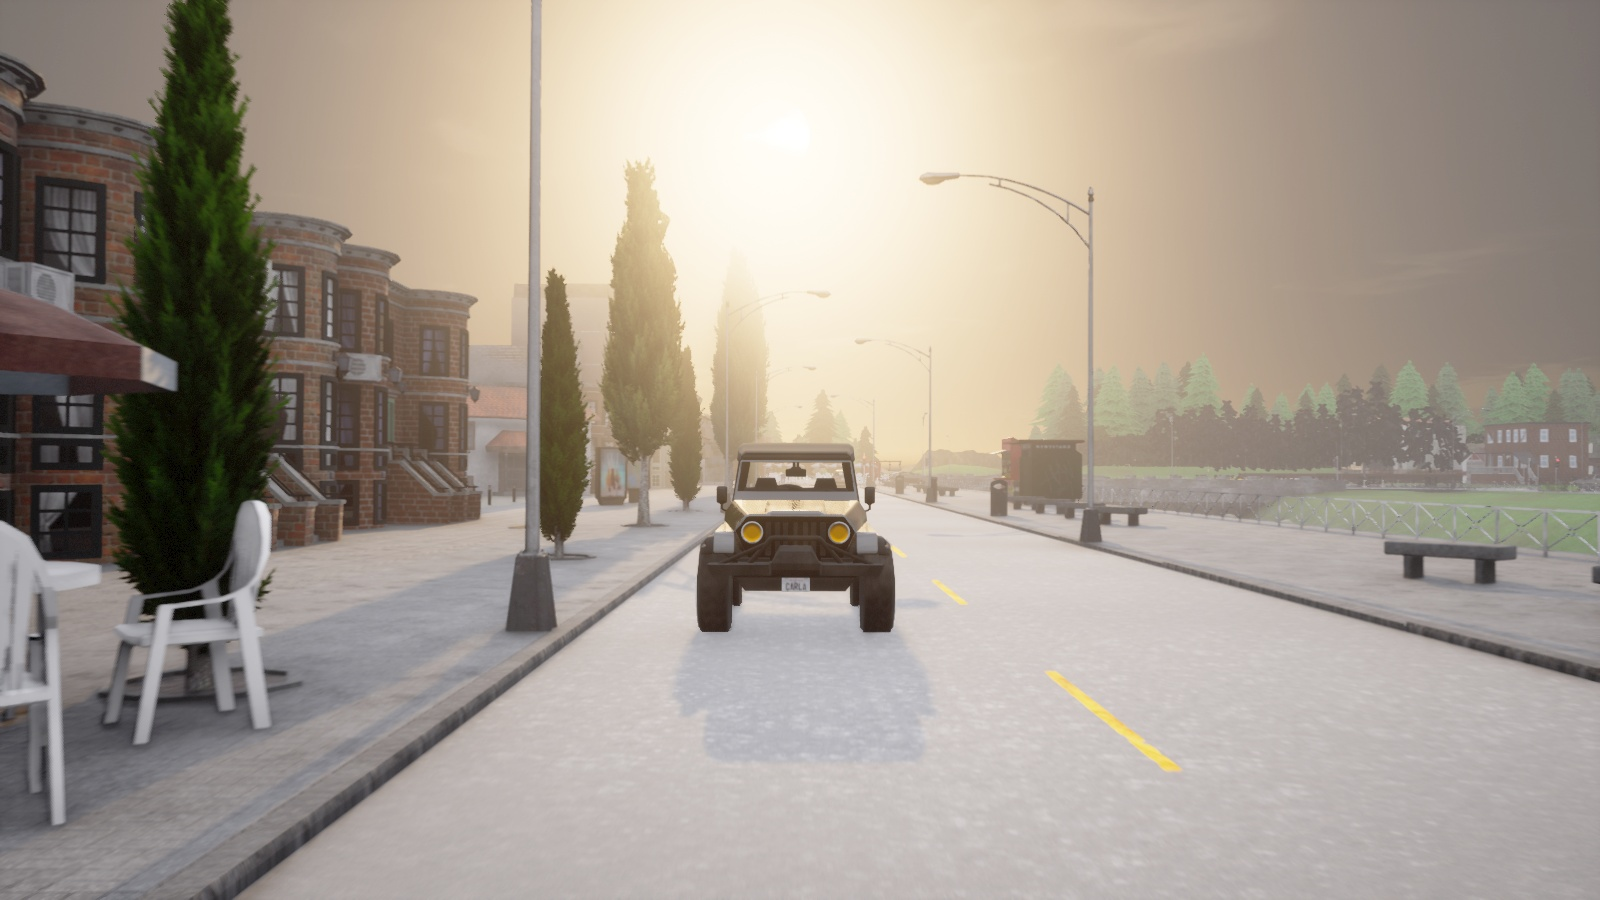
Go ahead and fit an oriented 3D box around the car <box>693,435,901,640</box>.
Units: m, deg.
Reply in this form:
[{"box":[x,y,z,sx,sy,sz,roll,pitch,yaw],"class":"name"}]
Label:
[{"box":[-0.036,0.836,13.471,1.905,1.878,3.866,0,-1,0],"class":"car"}]
